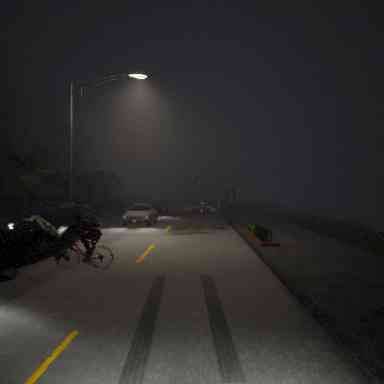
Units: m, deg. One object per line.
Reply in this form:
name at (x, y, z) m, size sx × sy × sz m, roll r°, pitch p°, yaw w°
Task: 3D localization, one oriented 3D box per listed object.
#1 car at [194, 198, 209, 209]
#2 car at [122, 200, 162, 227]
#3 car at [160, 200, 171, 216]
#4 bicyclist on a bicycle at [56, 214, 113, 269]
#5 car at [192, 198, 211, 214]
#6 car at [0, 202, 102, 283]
car at (1.365, 1.547, 47.837) m, size 2.033 × 1.411 × 5.357 m, roll 0°, pitch 0°, yaw 0°
car at (-3.467, 1.526, 22.871) m, size 1.812 × 1.442 × 4.674 m, roll 0°, pitch 0°, yaw 2°
car at (-3.189, 1.547, 33.430) m, size 2.033 × 1.411 × 5.357 m, roll 0°, pitch 0°, yaw 2°
bicyclist on a bicycle at (-3.134, 1.457, 9.664) m, size 1.656 × 1.620 × 0.582 m, roll -1°, pitch 1°, yaw -2°
car at (1.017, 1.601, 35.336) m, size 1.895 × 1.301 × 4.718 m, roll 0°, pitch 0°, yaw 1°
car at (-4.434, 1.187, 10.111) m, size 2.033 × 1.411 × 5.357 m, roll -45°, pitch -4°, yaw 4°
